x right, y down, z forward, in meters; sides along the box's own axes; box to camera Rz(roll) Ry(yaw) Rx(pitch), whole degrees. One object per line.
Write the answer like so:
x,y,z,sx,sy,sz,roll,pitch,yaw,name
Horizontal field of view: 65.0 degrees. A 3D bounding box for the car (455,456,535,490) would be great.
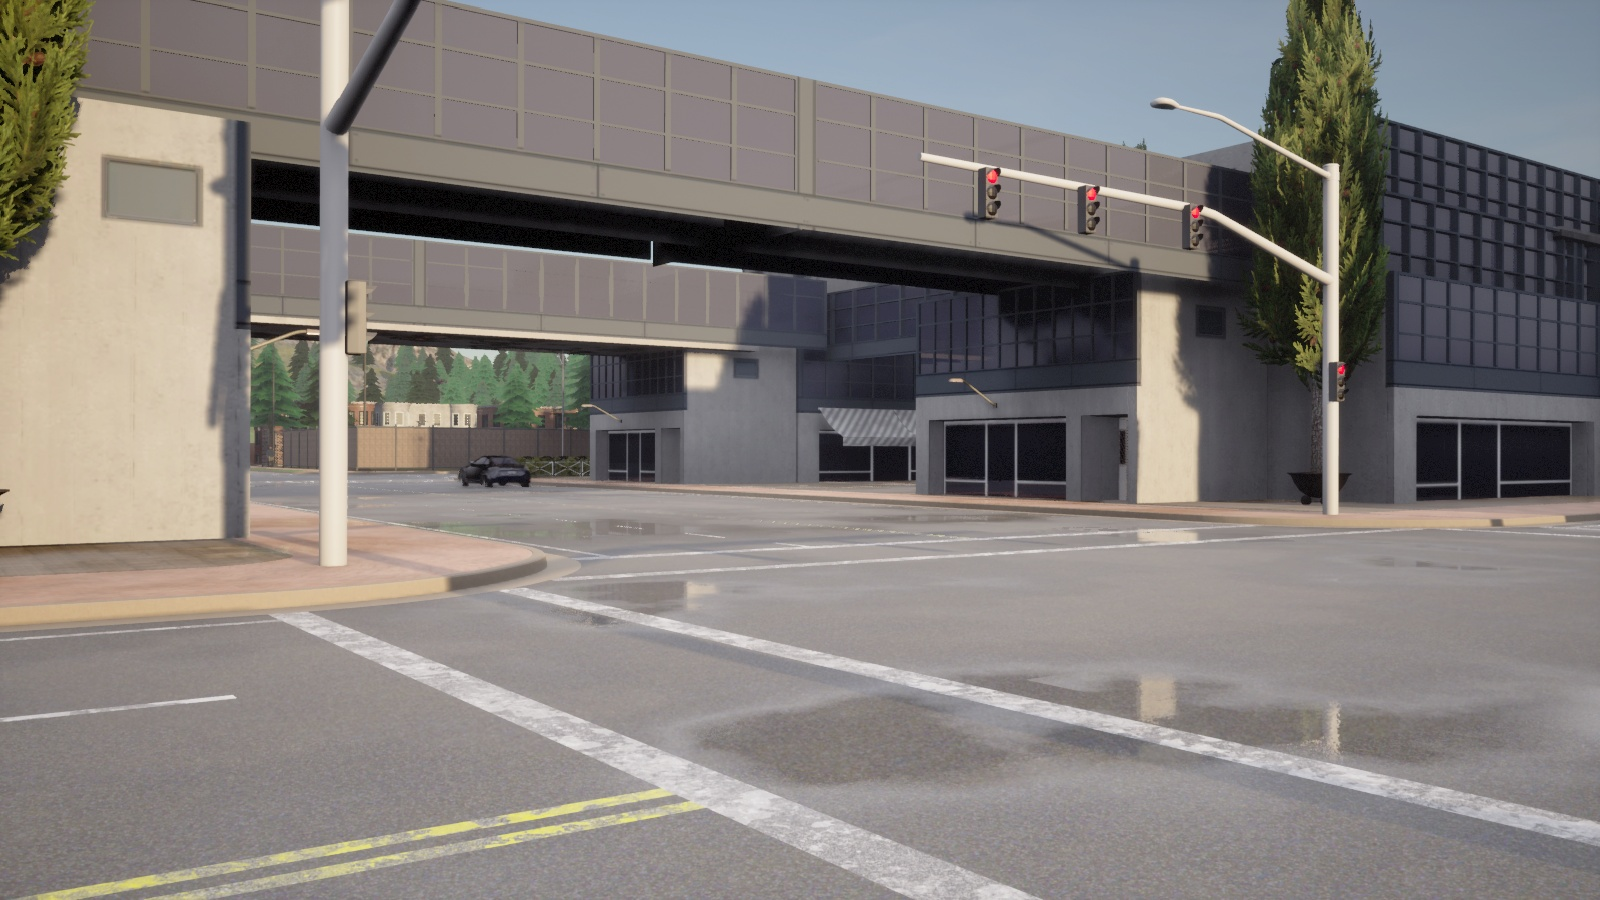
-13.303,0.970,54.539,1.994,1.385,4.181,0,0,-35,car
